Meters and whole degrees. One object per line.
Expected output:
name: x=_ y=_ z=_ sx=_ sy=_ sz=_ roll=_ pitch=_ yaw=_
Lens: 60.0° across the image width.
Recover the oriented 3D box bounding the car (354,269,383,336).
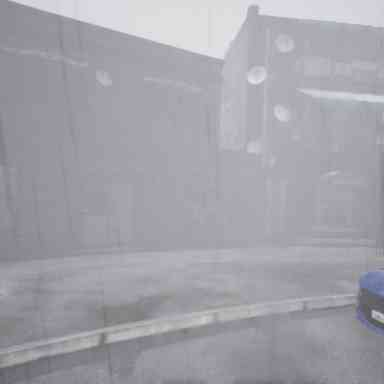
car: x=5.096 y=1.581 z=5.298 sx=5.008 sy=1.535 sz=1.882 roll=2 pitch=-1 yaw=-13
